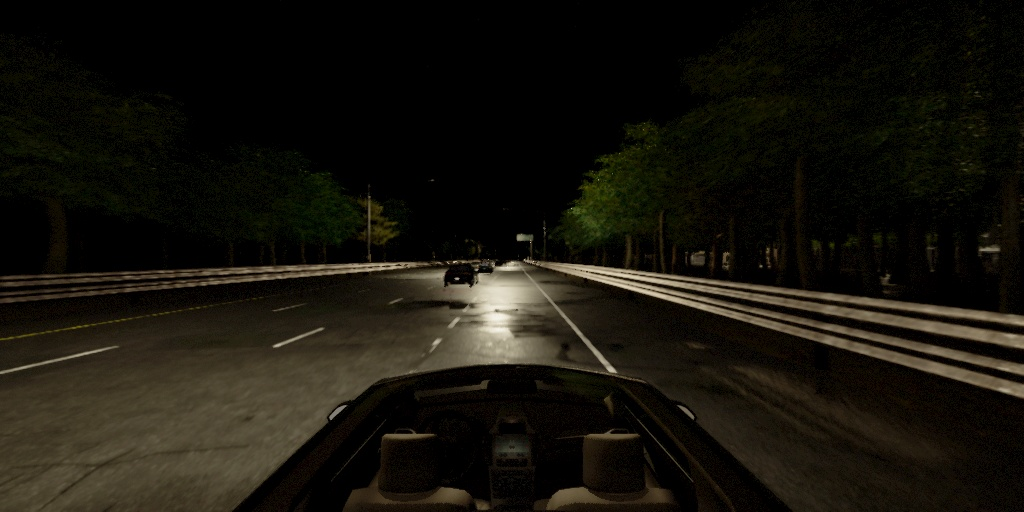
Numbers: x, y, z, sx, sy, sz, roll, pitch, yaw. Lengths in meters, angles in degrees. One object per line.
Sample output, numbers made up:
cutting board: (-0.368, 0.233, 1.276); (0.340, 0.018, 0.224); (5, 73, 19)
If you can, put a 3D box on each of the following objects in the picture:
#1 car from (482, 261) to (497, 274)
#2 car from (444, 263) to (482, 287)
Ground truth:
car: (-3.395, 1.558, 46.321); (1.994, 1.385, 4.181); (0, 0, 0)
car: (-3.473, 1.314, 25.179); (1.882, 1.535, 5.008); (0, 0, 0)
